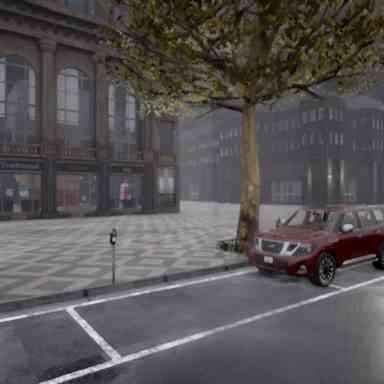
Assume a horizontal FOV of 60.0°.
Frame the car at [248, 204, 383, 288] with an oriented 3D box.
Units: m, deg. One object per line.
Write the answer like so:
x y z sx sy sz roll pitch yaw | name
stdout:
3.878 1.302 9.420 5.009 1.841 2.192 0 0 -36 | car
